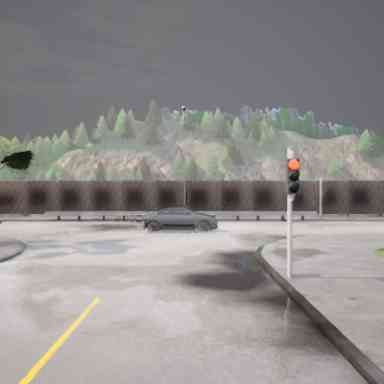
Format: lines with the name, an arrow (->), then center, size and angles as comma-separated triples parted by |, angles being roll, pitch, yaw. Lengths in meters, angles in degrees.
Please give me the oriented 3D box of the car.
car -> -0.651, 1.535, 18.844 | 4.181, 1.385, 1.994 | 0, 0, 0
